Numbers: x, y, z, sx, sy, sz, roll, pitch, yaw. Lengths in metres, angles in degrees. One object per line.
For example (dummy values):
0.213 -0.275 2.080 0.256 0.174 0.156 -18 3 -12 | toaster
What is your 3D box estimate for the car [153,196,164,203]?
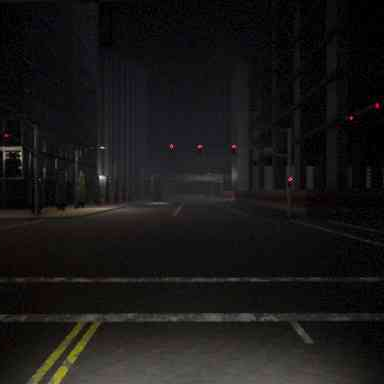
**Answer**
-7.000 1.539 70.319 1.994 1.385 4.181 0 0 0 | car
